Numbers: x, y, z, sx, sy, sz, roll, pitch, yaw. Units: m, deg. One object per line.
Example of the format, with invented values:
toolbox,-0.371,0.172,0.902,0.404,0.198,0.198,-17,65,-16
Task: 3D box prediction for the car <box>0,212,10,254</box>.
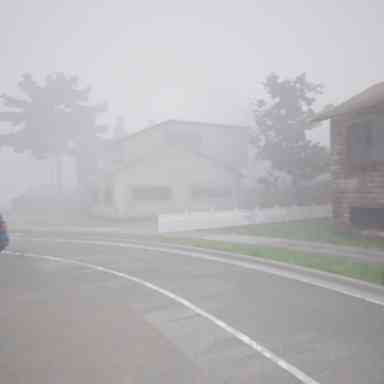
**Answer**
car,-9.468,1.525,12.685,5.566,2.045,2.150,-2,-1,27
